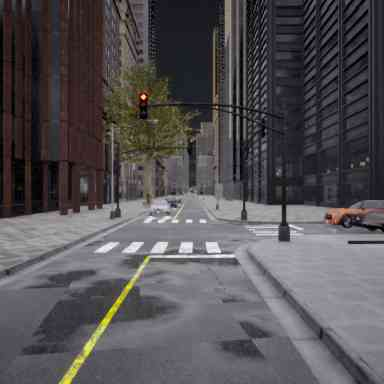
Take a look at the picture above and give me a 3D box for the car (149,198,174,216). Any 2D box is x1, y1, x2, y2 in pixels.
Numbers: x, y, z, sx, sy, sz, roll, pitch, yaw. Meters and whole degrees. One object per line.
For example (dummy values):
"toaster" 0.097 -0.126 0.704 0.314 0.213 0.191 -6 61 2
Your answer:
"car" -3.070 1.527 32.566 1.812 1.442 4.674 0 0 0

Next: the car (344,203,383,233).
"car" 11.538 1.489 18.082 5.357 1.411 2.033 0 0 0

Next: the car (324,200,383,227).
"car" 10.860 1.308 21.182 4.553 1.767 2.097 0 0 0

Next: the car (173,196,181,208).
"car" -3.060 1.561 48.056 2.033 1.411 5.357 0 0 0
